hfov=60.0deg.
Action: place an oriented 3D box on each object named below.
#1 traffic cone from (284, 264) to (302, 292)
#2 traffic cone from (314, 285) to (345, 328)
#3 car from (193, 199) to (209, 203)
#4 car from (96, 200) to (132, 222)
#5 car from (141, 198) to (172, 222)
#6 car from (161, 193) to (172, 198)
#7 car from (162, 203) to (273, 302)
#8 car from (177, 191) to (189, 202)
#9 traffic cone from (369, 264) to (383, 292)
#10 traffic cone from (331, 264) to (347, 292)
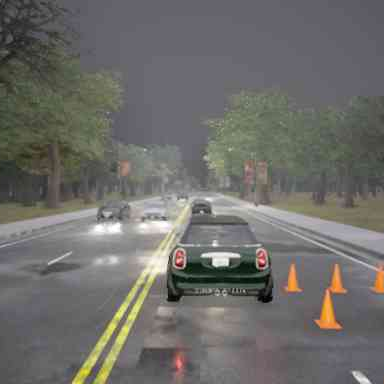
[{"bbox_3d":[2.311,1.942,7.629,0.340,0.580,0.340,0,0,0],"label":"traffic cone"},{"bbox_3d":[2.294,1.948,5.628,0.340,0.580,0.340,0,0,0],"label":"traffic cone"},{"bbox_3d":[0.830,1.412,30.207,1.837,1.490,4.892,0,0,1],"label":"car"},{"bbox_3d":[-5.931,1.395,25.764,2.128,1.511,4.902,0,0,1],"label":"car"},{"bbox_3d":[-2.690,1.440,25.324,1.812,1.442,4.674,0,0,1],"label":"car"},{"bbox_3d":[-5.099,0.972,67.389,1.812,1.442,4.674,0,1,1],"label":"car"},{"bbox_3d":[0.563,1.332,8.405,2.097,1.767,4.553,0,0,1],"label":"car"},{"bbox_3d":[-1.850,0.786,67.285,2.150,2.045,5.566,0,1,1],"label":"car"},{"bbox_3d":[4.311,1.948,7.612,0.340,0.580,0.340,0,0,0],"label":"traffic cone"},{"bbox_3d":[3.311,1.945,7.620,0.340,0.580,0.340,0,0,0],"label":"traffic cone"}]
